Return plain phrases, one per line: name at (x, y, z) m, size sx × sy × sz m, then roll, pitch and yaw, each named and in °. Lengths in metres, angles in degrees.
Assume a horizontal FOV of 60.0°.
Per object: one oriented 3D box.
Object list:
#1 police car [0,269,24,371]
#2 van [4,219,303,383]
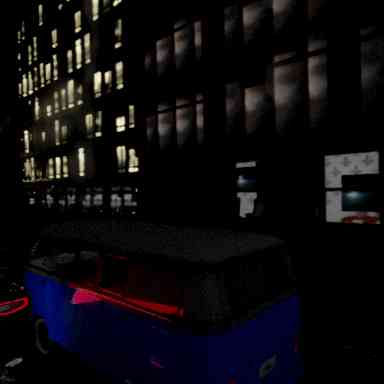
police car at (-4.202, 1.454, 4.999) m, size 5.238 × 1.638 × 1.930 m, roll -1°, pitch 1°, yaw 43°
van at (-0.697, 1.298, 4.167) m, size 3.998 × 1.788 × 1.690 m, roll -1°, pitch 1°, yaw 43°
